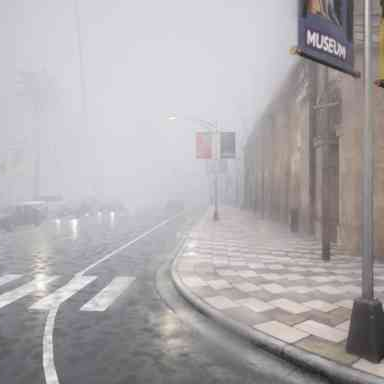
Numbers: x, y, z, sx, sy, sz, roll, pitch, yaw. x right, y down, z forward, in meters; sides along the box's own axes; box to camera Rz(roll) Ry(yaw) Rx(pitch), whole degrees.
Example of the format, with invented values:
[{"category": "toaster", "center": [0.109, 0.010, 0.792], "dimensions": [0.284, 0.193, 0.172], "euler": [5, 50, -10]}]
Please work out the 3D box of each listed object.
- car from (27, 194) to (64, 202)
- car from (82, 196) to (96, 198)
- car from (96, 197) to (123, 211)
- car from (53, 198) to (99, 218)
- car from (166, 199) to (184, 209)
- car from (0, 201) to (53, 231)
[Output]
[{"category": "car", "center": [-13.888, 1.221, 31.258], "dimensions": [2.150, 2.045, 5.566], "euler": [0, 0, 5]}, {"category": "car", "center": [-13.043, 1.352, 41.548], "dimensions": [2.097, 1.767, 4.553], "euler": [0, 0, 5]}, {"category": "car", "center": [-9.649, 1.526, 40.100], "dimensions": [1.812, 1.442, 4.674], "euler": [0, 0, 5]}, {"category": "car", "center": [-10.453, 1.526, 30.244], "dimensions": [1.812, 1.442, 4.674], "euler": [0, 0, 5]}, {"category": "car", "center": [-2.196, 1.604, 44.533], "dimensions": [1.895, 1.301, 4.718], "euler": [0, 0, 5]}, {"category": "car", "center": [-11.156, 1.547, 20.842], "dimensions": [2.033, 1.411, 5.357], "euler": [0, 0, 4]}]
